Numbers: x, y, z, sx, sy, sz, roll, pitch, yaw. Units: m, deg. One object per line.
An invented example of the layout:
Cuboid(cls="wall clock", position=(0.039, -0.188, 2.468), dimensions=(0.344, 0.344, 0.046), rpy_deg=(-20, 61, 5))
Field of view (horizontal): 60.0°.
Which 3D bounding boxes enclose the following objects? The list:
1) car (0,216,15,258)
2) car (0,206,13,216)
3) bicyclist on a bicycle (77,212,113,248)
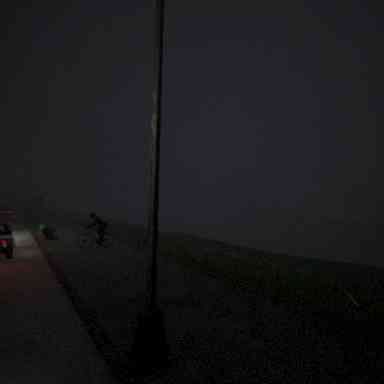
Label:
Cuboid(cls="car", position=(-8.301, 1.847, 13.540), dimensions=(1.895, 1.301, 4.718), rpy_deg=(3, -2, -28))
Cuboid(cls="car", position=(-21.587, 2.259, 37.969), dimensions=(2.033, 1.411, 5.357), rpy_deg=(3, -2, -29))
Cuboid(cls="bicyclist on a bicycle", position=(-4.420, 1.766, 15.298), dimensions=(1.656, 1.620, 0.582), rpy_deg=(2, -2, -29))
